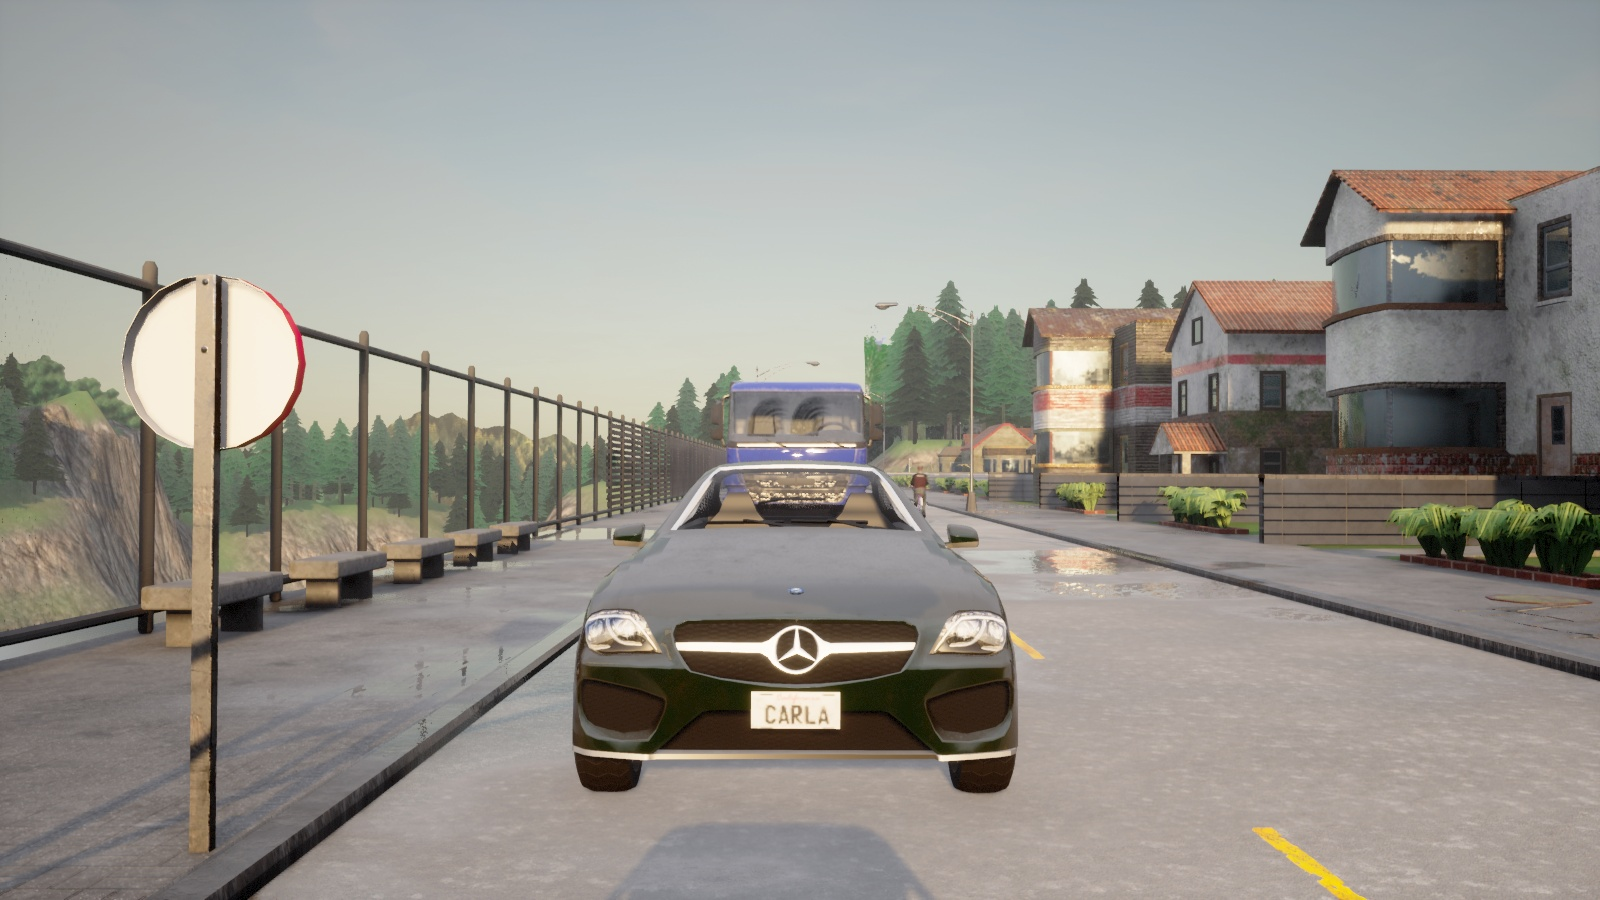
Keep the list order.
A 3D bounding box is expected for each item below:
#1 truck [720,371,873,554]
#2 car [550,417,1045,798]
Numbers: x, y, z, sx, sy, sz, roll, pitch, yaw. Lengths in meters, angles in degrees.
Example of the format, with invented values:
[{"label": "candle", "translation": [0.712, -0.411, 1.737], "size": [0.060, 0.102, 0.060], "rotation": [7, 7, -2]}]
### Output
[{"label": "truck", "translation": [-0.073, 0.300, 27.865], "size": [2.891, 3.462, 7.936], "rotation": [0, -1, 0]}, {"label": "car", "translation": [-0.021, 0.727, 7.996], "size": [2.152, 1.651, 5.027], "rotation": [0, -1, 0]}]
